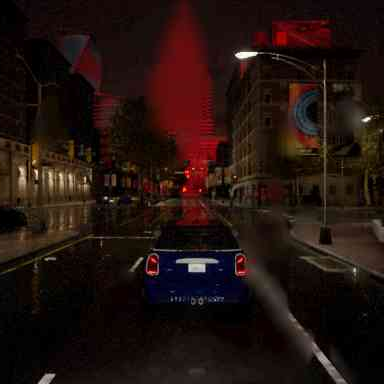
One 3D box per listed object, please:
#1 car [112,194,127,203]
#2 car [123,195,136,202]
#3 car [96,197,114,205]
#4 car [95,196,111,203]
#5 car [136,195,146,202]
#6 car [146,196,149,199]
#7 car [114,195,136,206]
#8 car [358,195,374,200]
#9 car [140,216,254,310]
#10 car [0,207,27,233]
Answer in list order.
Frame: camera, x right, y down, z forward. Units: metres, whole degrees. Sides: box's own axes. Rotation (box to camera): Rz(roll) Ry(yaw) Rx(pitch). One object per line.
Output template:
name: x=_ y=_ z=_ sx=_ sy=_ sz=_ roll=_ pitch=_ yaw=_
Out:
car: x=-14.764 y=1.349 z=68.079 sx=2.097 sy=1.767 sz=4.553 roll=0 pitch=0 yaw=0
car: x=-14.727 y=1.522 z=78.480 sx=2.128 sy=1.511 sz=4.902 roll=0 pitch=0 yaw=0
car: x=-14.876 y=1.545 z=57.969 sx=2.033 sy=1.411 sz=5.357 roll=0 pitch=0 yaw=0
car: x=-18.015 y=1.592 z=67.472 sx=1.895 sy=1.301 sz=4.718 roll=0 pitch=0 yaw=0
car: x=-11.271 y=1.475 z=67.855 sx=1.882 sy=1.535 sz=5.008 roll=0 pitch=0 yaw=0
car: x=-11.228 y=1.549 z=78.206 sx=1.994 sy=1.385 sz=4.181 roll=0 pitch=0 yaw=0
car: x=-11.386 y=1.523 z=56.795 sx=1.812 sy=1.442 sz=4.674 roll=0 pitch=0 yaw=0
car: x=34.684 y=1.478 z=68.681 sx=2.231 sy=1.521 sz=4.892 roll=0 pitch=0 yaw=0
car: x=0.101 y=1.352 z=7.960 sx=2.097 sy=1.767 sz=4.553 roll=0 pitch=0 yaw=0
car: x=-11.536 y=1.563 z=19.553 sx=1.994 sy=1.385 sz=4.181 roll=0 pitch=0 yaw=0
